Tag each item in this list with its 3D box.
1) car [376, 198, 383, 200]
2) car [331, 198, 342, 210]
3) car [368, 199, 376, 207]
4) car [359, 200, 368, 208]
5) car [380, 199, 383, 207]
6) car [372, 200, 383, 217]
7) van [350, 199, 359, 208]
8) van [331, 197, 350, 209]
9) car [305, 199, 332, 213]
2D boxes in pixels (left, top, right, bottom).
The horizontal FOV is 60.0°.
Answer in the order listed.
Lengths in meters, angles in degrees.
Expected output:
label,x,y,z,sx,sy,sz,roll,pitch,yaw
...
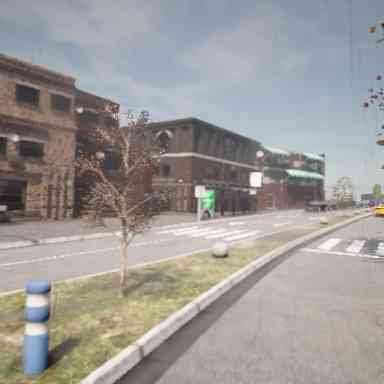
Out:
label,x,y,z,sx,sy,sz,roll,pitch,yaw
car,42.560,2.351,75.052,5.566,2.045,2.435,3,-1,-44
car,20.469,2.040,50.212,2.163,1.488,4.792,1,0,39
car,34.909,2.356,67.079,2.002,1.452,4.674,1,-1,43
car,31.189,2.247,62.972,2.002,1.452,4.674,1,-1,42
car,46.576,2.658,78.959,4.553,1.767,2.185,3,-2,-43
car,22.241,2.036,37.860,1.882,1.535,5.008,1,0,37
van,27.448,1.893,58.715,1.878,1.987,4.442,1,-1,41
van,23.898,1.831,54.465,1.878,1.987,4.442,1,0,40
car,17.120,1.963,45.858,2.097,1.535,5.008,1,0,37
